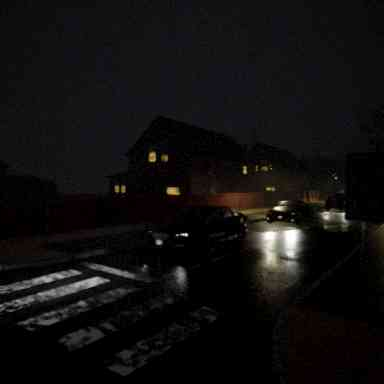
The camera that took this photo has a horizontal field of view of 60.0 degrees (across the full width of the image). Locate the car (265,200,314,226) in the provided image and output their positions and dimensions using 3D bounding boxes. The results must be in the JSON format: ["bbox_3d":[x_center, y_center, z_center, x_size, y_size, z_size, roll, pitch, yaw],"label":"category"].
[{"bbox_3d":[6.088,1.206,20.427,1.994,1.385,4.181,2,2,34],"label":"car"}]

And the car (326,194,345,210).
[{"bbox_3d":[14.396,0.934,32.140,1.882,1.535,5.008,2,2,36],"label":"car"}]

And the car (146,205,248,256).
[{"bbox_3d":[0.378,1.264,12.322,2.128,1.511,4.902,2,2,35],"label":"car"}]
